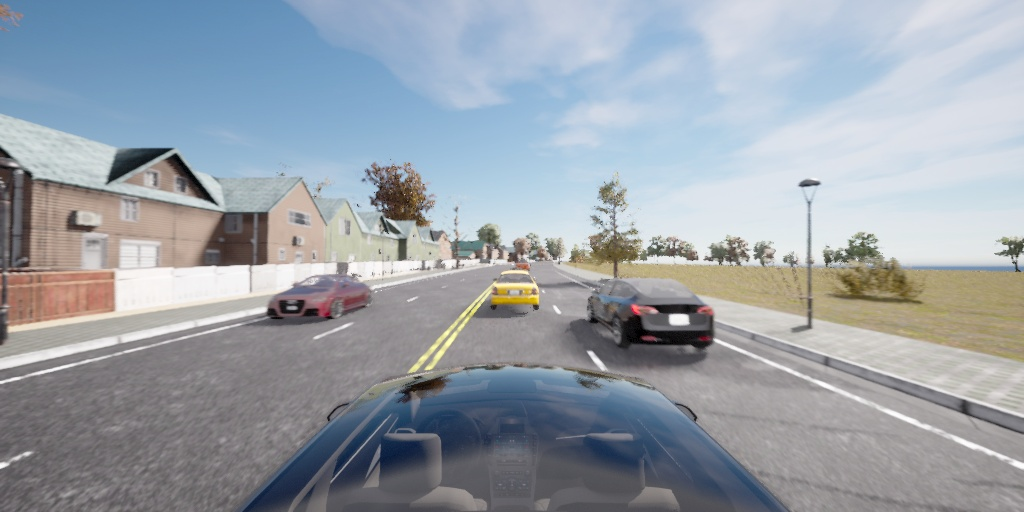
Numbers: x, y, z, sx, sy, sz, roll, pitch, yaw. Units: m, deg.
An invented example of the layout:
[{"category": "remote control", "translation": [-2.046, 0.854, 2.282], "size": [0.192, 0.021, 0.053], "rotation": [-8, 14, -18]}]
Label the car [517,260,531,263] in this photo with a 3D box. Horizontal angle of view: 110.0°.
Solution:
[{"category": "car", "translation": [1.504, 1.328, 51.428], "size": [2.097, 1.767, 4.553], "rotation": [0, 0, 3]}]

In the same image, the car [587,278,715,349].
[{"category": "car", "translation": [3.282, 1.288, 9.336], "size": [2.163, 1.488, 4.792], "rotation": [0, 0, 1]}]

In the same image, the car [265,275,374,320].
[{"category": "car", "translation": [-6.511, 1.356, 12.634], "size": [1.994, 1.385, 4.181], "rotation": [0, 0, 1]}]

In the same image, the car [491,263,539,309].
[{"category": "car", "translation": [0.144, 1.262, 15.093], "size": [1.801, 1.575, 5.366], "rotation": [0, 0, 1]}]
